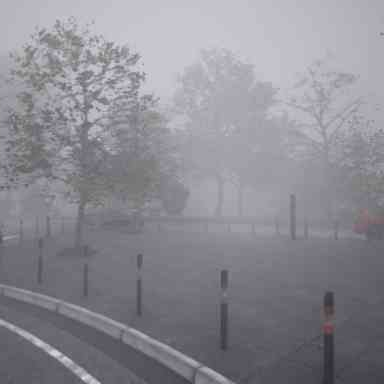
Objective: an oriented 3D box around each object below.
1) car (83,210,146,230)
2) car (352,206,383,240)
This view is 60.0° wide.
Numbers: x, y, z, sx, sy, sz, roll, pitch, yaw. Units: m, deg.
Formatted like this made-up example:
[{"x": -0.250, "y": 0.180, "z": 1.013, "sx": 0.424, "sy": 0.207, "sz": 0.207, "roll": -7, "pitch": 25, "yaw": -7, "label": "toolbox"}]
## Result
[{"x": -6.066, "y": 2.162, "z": 26.158, "sx": 4.902, "sy": 1.511, "sz": 2.128, "roll": 1, "pitch": -2, "yaw": -21, "label": "car"}, {"x": 12.696, "y": 1.917, "z": 19.975, "sx": 5.566, "sy": 2.045, "sz": 2.150, "roll": 0, "pitch": -2, "yaw": 27, "label": "car"}]
